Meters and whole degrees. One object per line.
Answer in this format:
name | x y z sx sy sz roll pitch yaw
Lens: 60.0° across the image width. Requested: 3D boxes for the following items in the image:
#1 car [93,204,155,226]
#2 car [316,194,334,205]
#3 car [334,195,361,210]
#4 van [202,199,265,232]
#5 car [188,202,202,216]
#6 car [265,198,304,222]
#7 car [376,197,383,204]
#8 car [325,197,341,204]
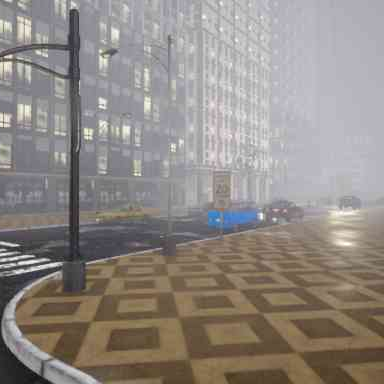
car | -4.776 1.540 23.960 1.752 1.417 4.829 0 0 38
car | 25.064 1.381 62.565 2.192 1.841 5.009 0 0 38
car | 21.138 1.368 44.528 2.192 1.841 5.009 0 0 38
van | 2.616 1.368 20.251 1.690 1.788 3.998 0 0 38
car | 1.327 1.604 31.687 1.802 1.307 4.206 0 0 38
car | 7.574 1.472 26.883 1.967 1.590 4.097 0 0 38
car | 38.091 1.658 66.582 1.947 1.339 4.313 0 0 38
car | 28.454 1.624 66.975 2.008 1.369 4.403 0 0 38
